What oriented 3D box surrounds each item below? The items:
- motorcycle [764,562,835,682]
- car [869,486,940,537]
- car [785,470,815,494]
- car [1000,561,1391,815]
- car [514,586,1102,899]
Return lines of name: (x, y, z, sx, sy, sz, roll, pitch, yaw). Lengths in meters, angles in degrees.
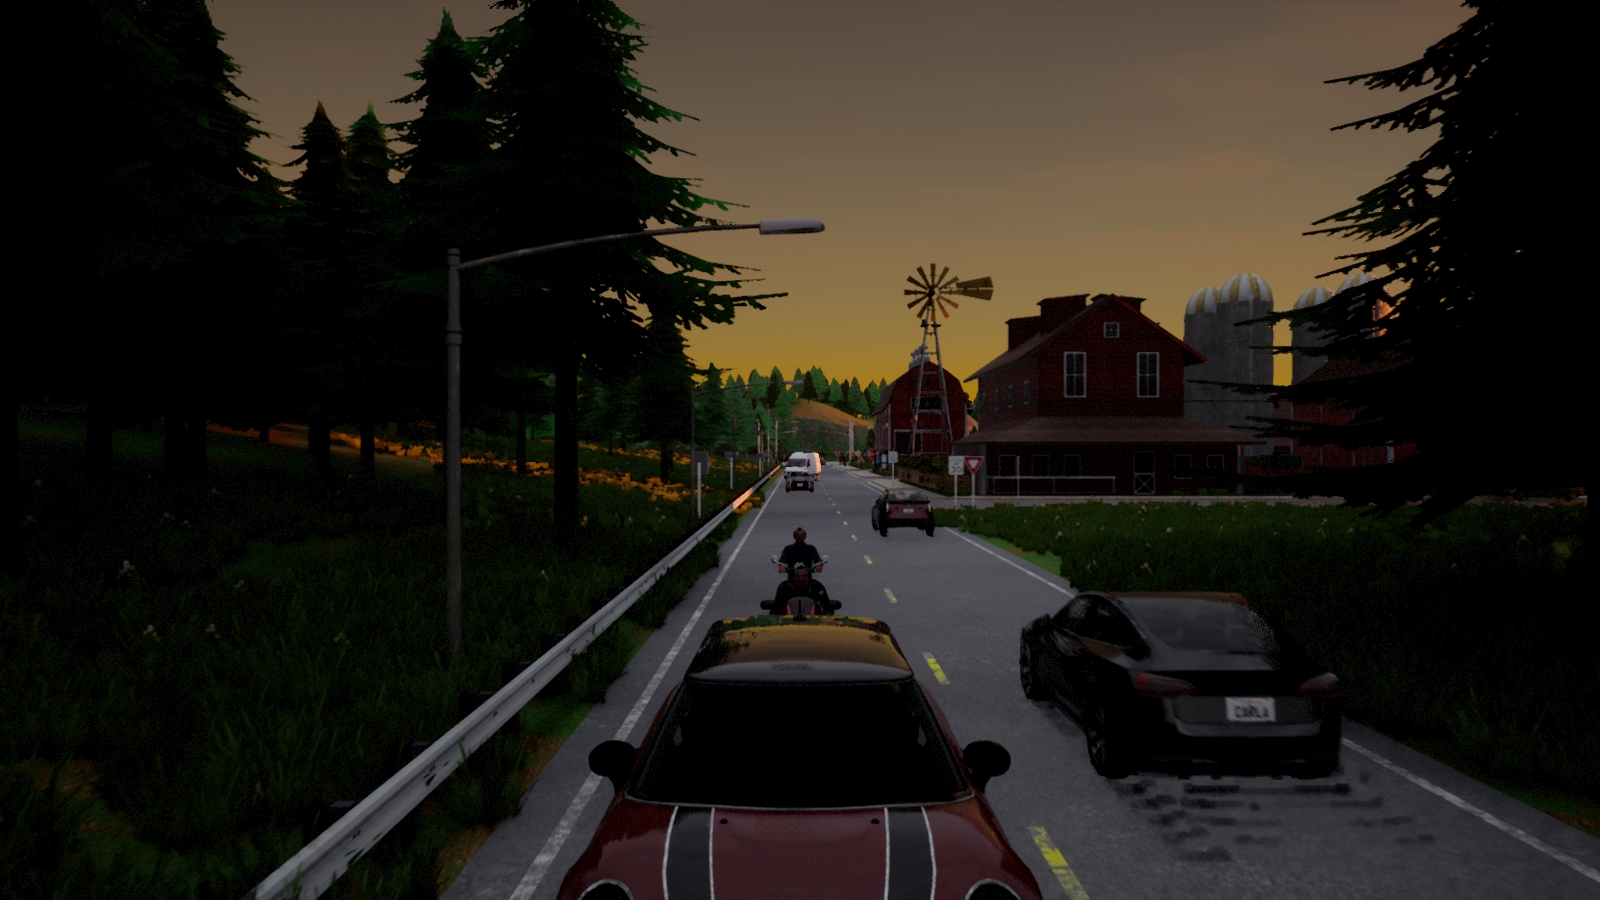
motorcycle: (-0.003, 2.209, 15.071, 0.867, 1.251, 2.209, 0, 0, 0)
car: (3.490, 2.048, 38.929, 2.007, 1.525, 4.514, 0, 0, 0)
car: (-0.015, 2.082, 75.897, 1.970, 1.475, 3.806, 0, 0, 0)
car: (3.470, 2.066, 11.205, 2.163, 1.488, 4.792, 0, 0, 0)
car: (0.030, 1.908, 6.346, 2.097, 1.767, 4.553, 0, 0, 0)
